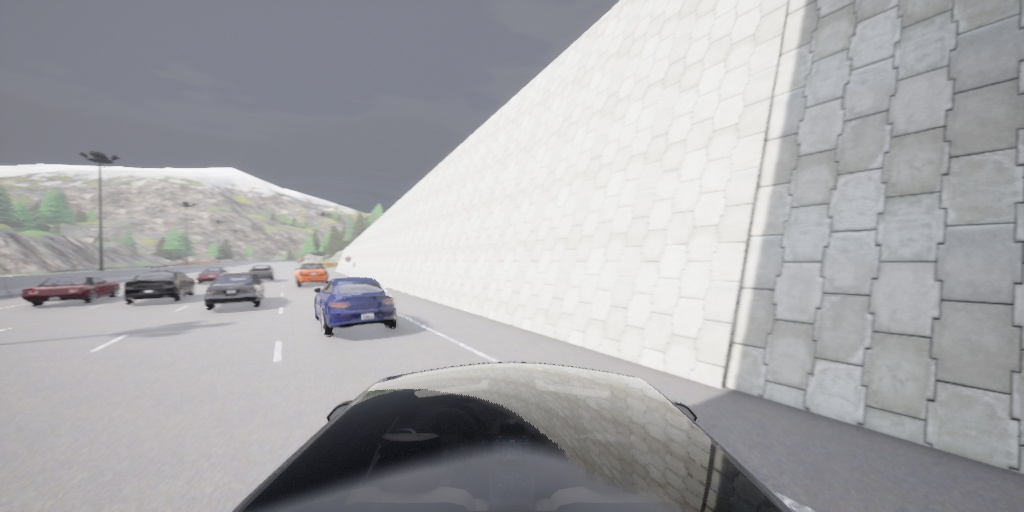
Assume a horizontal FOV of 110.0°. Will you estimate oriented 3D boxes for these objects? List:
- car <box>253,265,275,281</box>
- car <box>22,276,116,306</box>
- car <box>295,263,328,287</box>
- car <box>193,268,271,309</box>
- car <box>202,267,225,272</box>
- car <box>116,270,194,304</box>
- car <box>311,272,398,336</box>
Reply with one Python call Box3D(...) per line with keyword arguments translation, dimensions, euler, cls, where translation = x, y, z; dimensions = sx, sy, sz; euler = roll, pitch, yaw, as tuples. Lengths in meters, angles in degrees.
Box3D(translation=(-23.169, 1.551, 33.291), dimensions=(2.128, 1.511, 4.902), euler=(-1, 0, -32), cls="car")
Box3D(translation=(-21.796, 1.655, 18.035), dimensions=(1.895, 1.301, 4.718), euler=(-1, 0, -32), cls="car")
Box3D(translation=(-15.368, 1.303, 27.505), dimensions=(2.097, 1.767, 4.553), euler=(-1, 0, -32), cls="car")
Box3D(translation=(-12.322, 1.465, 16.159), dimensions=(2.033, 1.411, 5.357), euler=(-1, 0, -32), cls="car")
Box3D(translation=(-26.575, 1.675, 32.133), dimensions=(1.994, 1.385, 4.181), euler=(-1, 0, -32), cls="car")
Box3D(translation=(-17.930, 1.474, 18.466), dimensions=(1.882, 1.535, 5.008), euler=(-1, 0, -32), cls="car")
Box3D(translation=(-4.783, 1.337, 10.781), dimensions=(1.812, 1.442, 4.674), euler=(-1, 0, -32), cls="car")
